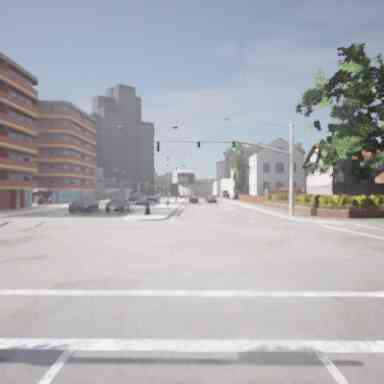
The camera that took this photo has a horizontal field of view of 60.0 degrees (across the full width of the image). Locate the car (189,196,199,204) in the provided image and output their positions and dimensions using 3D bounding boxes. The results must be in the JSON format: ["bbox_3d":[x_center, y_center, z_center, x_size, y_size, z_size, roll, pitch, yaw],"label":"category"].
[{"bbox_3d":[0.354,1.453,64.364,1.882,1.535,5.008,0,0,0],"label":"car"}]

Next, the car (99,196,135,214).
[{"bbox_3d":[-7.897,1.478,35.509,2.128,1.511,4.902,0,0,0],"label":"car"}]

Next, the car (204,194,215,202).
[{"bbox_3d":[3.911,1.294,74.732,2.097,1.767,4.553,0,0,0],"label":"car"}]

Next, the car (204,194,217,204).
[{"bbox_3d":[3.856,1.576,64.792,1.895,1.301,4.718,0,0,0],"label":"car"}]

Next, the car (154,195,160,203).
[{"bbox_3d":[-7.627,1.398,67.840,1.882,1.535,5.008,0,0,0],"label":"car"}]

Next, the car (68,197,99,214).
[{"bbox_3d":[-11.397,1.338,35.299,2.097,1.767,4.553,0,0,0],"label":"car"}]

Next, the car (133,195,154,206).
[{"bbox_3d":[-7.765,1.544,52.793,1.994,1.385,4.181,0,0,1],"label":"car"}]

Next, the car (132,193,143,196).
[{"bbox_3d":[-11.133,1.139,67.079,2.150,2.045,5.566,0,0,0],"label":"car"}]

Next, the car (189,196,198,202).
[{"bbox_3d":[0.412,1.534,74.811,1.895,1.301,4.718,0,0,0],"label":"car"}]
